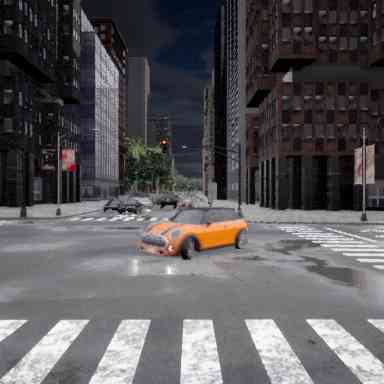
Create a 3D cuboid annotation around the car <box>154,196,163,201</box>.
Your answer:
[{"bbox_3d":[-9.330,1.695,93.218,1.887,1.381,4.507,0,0,0],"label":"car"}]

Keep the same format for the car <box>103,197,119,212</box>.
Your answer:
[{"bbox_3d":[-9.069,1.574,38.959,1.947,1.339,4.313,0,0,0],"label":"car"}]

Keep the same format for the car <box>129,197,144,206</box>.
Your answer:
[{"bbox_3d":[-9.146,1.570,55.067,1.752,1.417,4.829,0,0,0],"label":"car"}]

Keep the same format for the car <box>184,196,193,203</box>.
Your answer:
[{"bbox_3d":[-0.701,1.612,71.717,1.752,1.417,4.829,0,0,0],"label":"car"}]

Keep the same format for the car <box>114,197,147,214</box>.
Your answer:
[{"bbox_3d":[-6.385,1.547,35.090,2.033,1.411,5.357,0,0,0],"label":"car"}]

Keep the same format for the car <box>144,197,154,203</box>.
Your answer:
[{"bbox_3d":[-9.226,1.668,71.515,1.802,1.307,4.206,0,0,0],"label":"car"}]

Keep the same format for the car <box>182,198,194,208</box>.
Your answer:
[{"bbox_3d":[-0.596,1.614,49.847,1.802,1.307,4.206,0,0,0],"label":"car"}]

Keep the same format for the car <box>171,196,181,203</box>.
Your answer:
[{"bbox_3d":[-3.382,1.649,71.509,1.994,1.385,4.181,0,0,0],"label":"car"}]

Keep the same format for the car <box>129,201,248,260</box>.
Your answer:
[{"bbox_3d":[0.174,1.385,12.774,2.097,1.767,4.553,1,0,44],"label":"car"}]

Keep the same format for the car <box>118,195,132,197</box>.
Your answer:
[{"bbox_3d":[-9.096,1.335,44.385,2.192,1.841,5.009,0,0,0],"label":"car"}]

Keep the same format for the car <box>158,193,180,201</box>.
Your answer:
[{"bbox_3d":[-3.248,1.249,48.049,2.150,2.045,5.566,0,0,0],"label":"car"}]

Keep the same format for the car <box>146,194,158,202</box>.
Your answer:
[{"bbox_3d":[-9.253,1.417,76.941,2.192,1.841,5.009,0,0,0],"label":"car"}]

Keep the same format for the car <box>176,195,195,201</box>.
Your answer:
[{"bbox_3d":[-0.544,1.448,38.997,1.967,1.590,4.097,0,0,0],"label":"car"}]

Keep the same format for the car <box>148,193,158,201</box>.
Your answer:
[{"bbox_3d":[-6.472,1.268,55.959,2.150,2.045,5.566,0,0,0],"label":"car"}]

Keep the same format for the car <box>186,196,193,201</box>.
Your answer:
[{"bbox_3d":[-0.806,1.696,93.246,1.887,1.381,4.507,0,0,0],"label":"car"}]

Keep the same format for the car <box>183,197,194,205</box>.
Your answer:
[{"bbox_3d":[-0.648,1.603,60.697,1.887,1.381,4.507,0,0,0],"label":"car"}]

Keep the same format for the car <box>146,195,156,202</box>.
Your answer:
[{"bbox_3d":[-6.433,1.548,45.316,1.812,1.442,4.674,0,0,0],"label":"car"}]
